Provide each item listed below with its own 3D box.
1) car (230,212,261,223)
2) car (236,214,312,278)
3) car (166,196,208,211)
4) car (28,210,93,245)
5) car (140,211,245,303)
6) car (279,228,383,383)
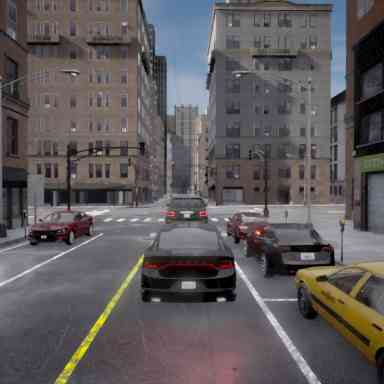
[{"bbox_3d":[2.631,1.576,15.570,1.802,1.307,4.206,-1,0,-1],"label":"car"},{"bbox_3d":[2.719,1.562,9.985,1.947,1.339,4.313,-1,0,-1],"label":"car"},{"bbox_3d":[-0.284,1.215,18.423,2.150,2.045,5.566,0,0,-1],"label":"car"},{"bbox_3d":[-5.913,1.539,15.432,1.887,1.381,4.507,-1,0,-1],"label":"car"},{"bbox_3d":[-0.079,1.475,8.292,1.882,1.535,5.008,0,0,0],"label":"car"},{"bbox_3d":[2.803,1.524,4.569,1.752,1.417,4.829,-1,0,-1],"label":"car"}]
